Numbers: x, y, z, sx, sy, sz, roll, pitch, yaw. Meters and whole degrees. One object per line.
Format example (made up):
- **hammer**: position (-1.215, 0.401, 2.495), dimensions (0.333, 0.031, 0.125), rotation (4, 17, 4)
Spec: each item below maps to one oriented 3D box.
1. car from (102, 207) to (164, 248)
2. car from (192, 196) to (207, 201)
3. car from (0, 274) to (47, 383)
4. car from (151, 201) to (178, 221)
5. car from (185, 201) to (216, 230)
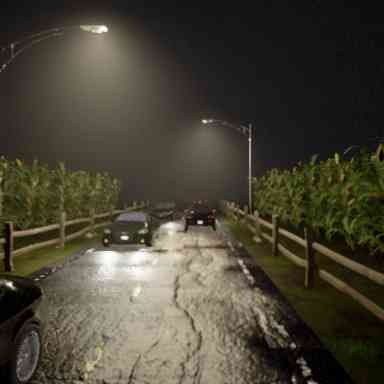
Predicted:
- **car**: position (-2.561, 1.566, 14.749), dimensions (1.994, 1.385, 4.181), rotation (0, 0, 1)
- **car**: position (1.038, 1.411, 45.958), dimensions (2.097, 1.767, 4.553), rotation (0, 0, 1)
- **car**: position (-2.818, 1.518, 2.598), dimensions (1.812, 1.442, 4.674), rotation (0, 0, 1)
- **car**: position (-2.259, 1.494, 27.531), dimensions (1.882, 1.535, 5.008), rotation (0, 0, 2)
- **car**: position (0.514, 1.543, 20.980), dimensions (1.812, 1.442, 4.674), rotation (0, 0, 1)
